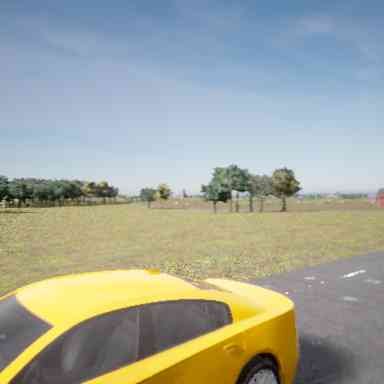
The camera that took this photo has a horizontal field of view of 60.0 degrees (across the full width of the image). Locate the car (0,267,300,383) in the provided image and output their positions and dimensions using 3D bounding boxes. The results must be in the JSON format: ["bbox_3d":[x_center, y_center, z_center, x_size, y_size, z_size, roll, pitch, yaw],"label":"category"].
[{"bbox_3d":[-1.048,1.563,3.009,5.008,1.535,1.882,1,-2,-39],"label":"car"}]
